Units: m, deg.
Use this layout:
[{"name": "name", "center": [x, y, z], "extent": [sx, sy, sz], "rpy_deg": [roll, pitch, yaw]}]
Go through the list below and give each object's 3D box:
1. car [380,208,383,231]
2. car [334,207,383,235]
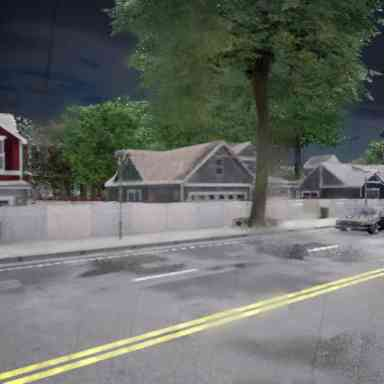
[{"name": "car", "center": [11.462, 1.562, 15.857], "extent": [5.357, 1.411, 2.033], "rpy_deg": [0, 0, -35]}, {"name": "car", "center": [10.432, 1.566, 19.115], "extent": [5.357, 1.411, 2.033], "rpy_deg": [0, 0, -35]}]
